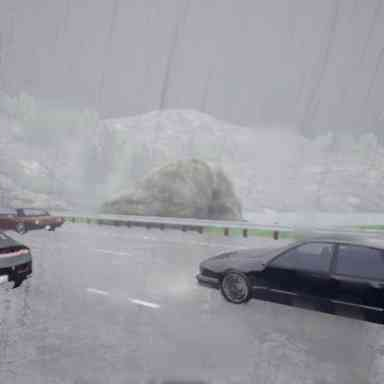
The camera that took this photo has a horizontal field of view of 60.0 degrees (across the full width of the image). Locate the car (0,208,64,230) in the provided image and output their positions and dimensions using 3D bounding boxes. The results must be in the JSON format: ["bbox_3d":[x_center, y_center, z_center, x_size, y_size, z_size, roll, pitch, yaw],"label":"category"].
[{"bbox_3d":[-9.223,1.489,17.954,4.718,1.301,1.895,0,0,30],"label":"car"}]

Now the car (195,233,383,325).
[{"bbox_3d":[2.701,1.525,6.291,5.357,1.411,2.033,0,0,35],"label":"car"}]

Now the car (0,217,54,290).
[{"bbox_3d":[-5.665,1.439,7.607,4.902,1.511,2.128,0,0,33],"label":"car"}]

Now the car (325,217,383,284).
[{"bbox_3d":[5.964,1.504,8.236,4.674,1.442,1.812,0,0,35],"label":"car"}]
